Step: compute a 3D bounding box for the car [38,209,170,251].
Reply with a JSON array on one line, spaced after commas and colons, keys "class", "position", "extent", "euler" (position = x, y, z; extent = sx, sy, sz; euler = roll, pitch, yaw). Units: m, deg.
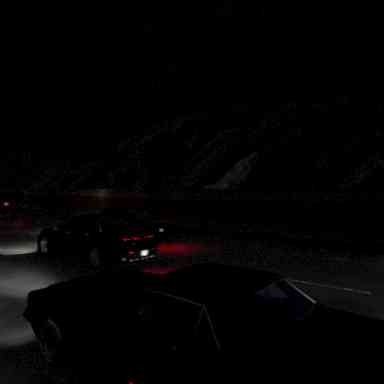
[{"class": "car", "position": [-3.232, 1.457, 10.941], "extent": [4.892, 1.490, 1.837], "euler": [0, 0, 39]}]

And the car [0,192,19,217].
[{"class": "car", "position": [-16.544, 1.046, 28.442], "extent": [2.150, 2.045, 5.566], "euler": [0, 0, -42]}]

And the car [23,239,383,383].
[{"class": "car", "position": [-0.038, 1.591, 4.048], "extent": [4.718, 1.301, 1.895], "euler": [0, 0, 36]}]

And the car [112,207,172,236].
[{"class": "car", "position": [-3.154, 1.419, 15.415], "extent": [5.008, 1.535, 1.882], "euler": [0, 0, 40]}]
